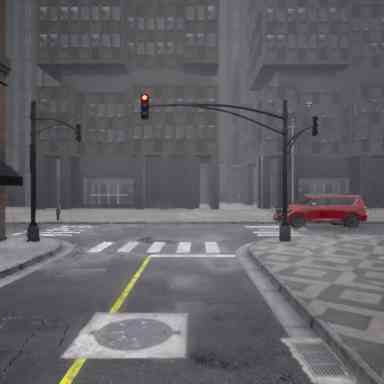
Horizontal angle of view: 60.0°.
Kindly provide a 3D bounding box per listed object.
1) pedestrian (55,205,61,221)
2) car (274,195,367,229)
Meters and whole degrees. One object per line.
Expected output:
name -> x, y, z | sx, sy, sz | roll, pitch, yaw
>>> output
pedestrian -> -9.817, 1.531, 24.418 | 0.500, 1.100, 0.500 | 0, 0, 1
car -> 8.049, 1.205, 21.001 | 5.566, 2.045, 2.150 | 0, 0, -2
